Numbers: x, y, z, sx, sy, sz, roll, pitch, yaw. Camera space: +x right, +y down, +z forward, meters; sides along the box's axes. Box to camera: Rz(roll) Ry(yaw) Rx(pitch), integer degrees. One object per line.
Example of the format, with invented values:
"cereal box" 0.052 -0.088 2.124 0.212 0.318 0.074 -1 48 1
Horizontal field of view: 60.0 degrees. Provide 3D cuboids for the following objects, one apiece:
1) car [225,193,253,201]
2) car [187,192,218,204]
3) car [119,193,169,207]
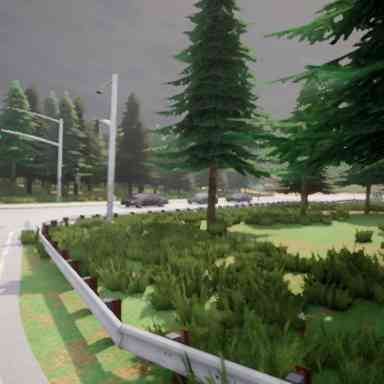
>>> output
"car" 6.858 0.797 47.674 2.033 1.411 5.357 4 3 36
"car" 1.356 0.784 40.356 1.812 1.442 4.674 4 3 37
"car" -4.519 0.809 32.717 2.033 1.411 5.357 4 3 38
